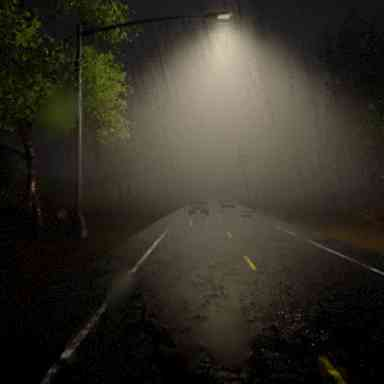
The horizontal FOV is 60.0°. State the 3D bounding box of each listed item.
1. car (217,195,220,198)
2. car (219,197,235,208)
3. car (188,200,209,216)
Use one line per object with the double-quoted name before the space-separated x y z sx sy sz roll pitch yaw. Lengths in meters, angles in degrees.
"car" 6.862 1.796 70.391 1.895 1.301 4.718 0 0 5
"car" 5.323 1.709 49.451 1.895 1.301 4.718 0 0 4
"car" 0.701 1.566 32.945 1.812 1.442 4.674 0 0 3
